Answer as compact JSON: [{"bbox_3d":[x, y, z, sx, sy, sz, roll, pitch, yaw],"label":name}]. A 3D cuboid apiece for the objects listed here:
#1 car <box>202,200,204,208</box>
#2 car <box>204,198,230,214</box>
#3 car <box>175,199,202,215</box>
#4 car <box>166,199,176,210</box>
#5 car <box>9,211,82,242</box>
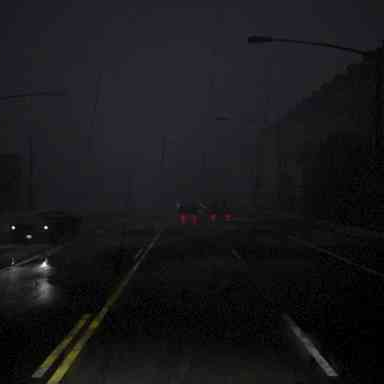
[{"bbox_3d":[0.950,1.805,47.797,1.895,1.301,4.718,0,0,-20],"label":"car"},{"bbox_3d":[2.941,1.515,37.993,2.097,1.767,4.553,0,0,-4],"label":"car"},{"bbox_3d":[-0.473,1.647,36.450,2.128,1.511,4.902,0,0,-3],"label":"car"},{"bbox_3d":[-2.147,1.747,46.687,2.033,1.411,5.357,0,0,-21],"label":"car"},{"bbox_3d":[-7.232,1.674,16.942,1.895,1.301,4.718,0,0,0],"label":"car"}]
